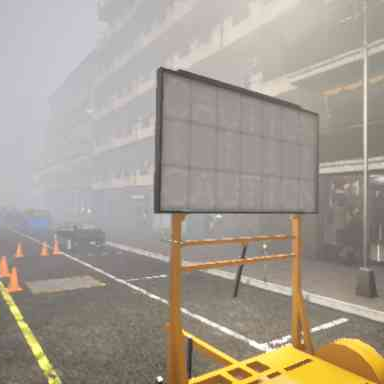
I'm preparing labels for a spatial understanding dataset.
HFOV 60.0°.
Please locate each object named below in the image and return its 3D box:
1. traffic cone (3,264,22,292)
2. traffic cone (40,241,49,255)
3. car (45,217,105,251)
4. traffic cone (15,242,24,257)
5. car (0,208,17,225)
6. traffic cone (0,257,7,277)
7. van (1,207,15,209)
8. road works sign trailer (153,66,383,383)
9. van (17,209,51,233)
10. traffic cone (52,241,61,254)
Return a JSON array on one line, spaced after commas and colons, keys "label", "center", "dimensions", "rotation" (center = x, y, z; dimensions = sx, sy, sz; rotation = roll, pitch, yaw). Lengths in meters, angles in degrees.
[{"label": "traffic cone", "center": [-4.646, 2.253, 8.674], "dimensions": [0.340, 0.580, 0.340], "rotation": [3, -3, -36]}, {"label": "traffic cone", "center": [-6.513, 2.475, 14.712], "dimensions": [0.340, 0.580, 0.340], "rotation": [3, -3, -36]}, {"label": "car", "center": [-5.882, 2.189, 17.228], "dimensions": [2.008, 1.369, 4.403], "rotation": [3, -3, -36]}, {"label": "traffic cone", "center": [-7.326, 2.436, 14.131], "dimensions": [0.340, 0.580, 0.340], "rotation": [3, -3, -36]}, {"label": "car", "center": [-18.742, 2.723, 35.181], "dimensions": [1.887, 1.381, 4.507], "rotation": [3, -3, -36]}, {"label": "traffic cone", "center": [-5.810, 2.300, 10.300], "dimensions": [0.340, 0.580, 0.340], "rotation": [3, -3, -36]}, {"label": "van", "center": [-21.954, 2.656, 39.678], "dimensions": [1.690, 1.788, 3.998], "rotation": [3, -3, -36]}, {"label": "road works sign trailer", "center": [0.493, 0.647, 3.788], "dimensions": [2.380, 3.560, 2.880], "rotation": [3, -3, -36]}, {"label": "van", "center": [-12.309, 2.248, 26.213], "dimensions": [1.690, 1.788, 3.998], "rotation": [3, -3, -36]}, {"label": "traffic cone", "center": [-6.121, 2.496, 15.029], "dimensions": [0.340, 0.580, 0.340], "rotation": [2, -3, -29]}]
